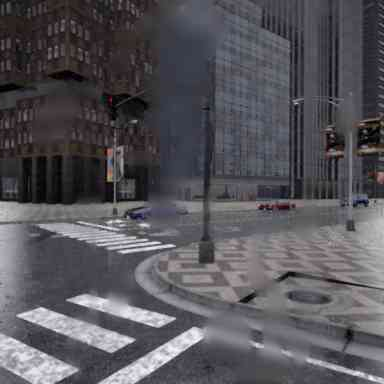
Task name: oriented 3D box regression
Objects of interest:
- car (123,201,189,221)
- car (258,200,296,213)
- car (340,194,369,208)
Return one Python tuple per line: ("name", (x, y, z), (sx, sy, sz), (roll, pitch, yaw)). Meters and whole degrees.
("car", (-2.785, 1.471, 26.809), (5.357, 1.411, 2.033), (0, 0, -39))
("car", (9.425, 1.539, 36.818), (4.718, 1.301, 1.895), (0, 0, -39))
("car", (23.729, 1.293, 48.422), (5.566, 2.045, 2.150), (0, 0, -39))
